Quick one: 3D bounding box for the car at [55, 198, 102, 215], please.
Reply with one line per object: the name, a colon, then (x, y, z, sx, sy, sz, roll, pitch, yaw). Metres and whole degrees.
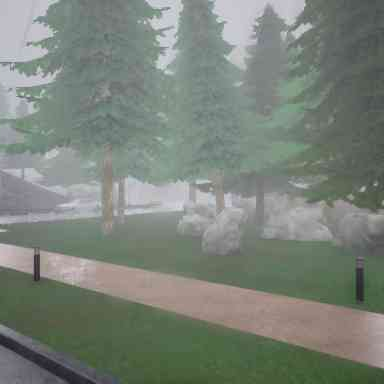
car: (-10.805, 1.363, 32.120, 1.812, 1.442, 4.674, 0, 0, 35)
